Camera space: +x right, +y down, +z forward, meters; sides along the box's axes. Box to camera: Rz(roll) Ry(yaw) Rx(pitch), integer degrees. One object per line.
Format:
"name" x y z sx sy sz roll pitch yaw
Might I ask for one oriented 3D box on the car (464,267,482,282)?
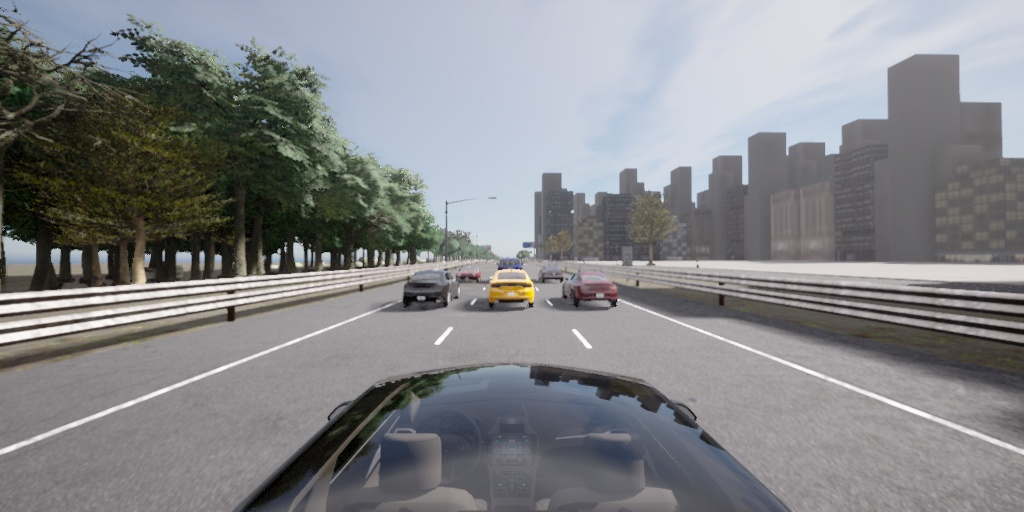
"car" -3.672 1.566 31.142 1.895 1.301 4.718 0 0 -1

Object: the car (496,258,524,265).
"car" -0.173 1.182 31.096 2.150 2.045 5.566 0 0 -1

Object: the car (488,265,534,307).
"car" -0.033 1.361 16.511 1.882 1.535 5.008 0 0 0

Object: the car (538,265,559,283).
"car" 3.328 1.513 31.110 2.033 1.411 5.357 0 0 -1

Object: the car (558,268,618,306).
"car" 3.465 1.408 16.437 1.812 1.442 4.674 0 0 0

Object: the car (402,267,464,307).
"car" -3.535 1.389 16.332 1.837 1.490 4.892 0 0 0
